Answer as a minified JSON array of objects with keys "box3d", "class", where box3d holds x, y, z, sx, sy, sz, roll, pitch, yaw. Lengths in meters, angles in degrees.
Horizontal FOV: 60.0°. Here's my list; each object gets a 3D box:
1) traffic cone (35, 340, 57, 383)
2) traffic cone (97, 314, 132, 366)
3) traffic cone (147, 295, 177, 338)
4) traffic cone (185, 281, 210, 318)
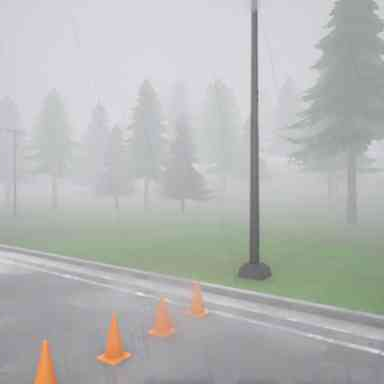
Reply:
[{"box3d":[-1.634,1.955,3.709,0.340,0.580,0.340,0,0,35],"class":"traffic cone"},{"box3d":[-1.057,1.955,4.526,0.340,0.580,0.340,0,0,35],"class":"traffic cone"},{"box3d":[-0.479,1.955,5.342,0.340,0.580,0.340,0,0,35],"class":"traffic cone"},{"box3d":[0.098,1.955,6.159,0.340,0.580,0.340,0,0,35],"class":"traffic cone"}]
